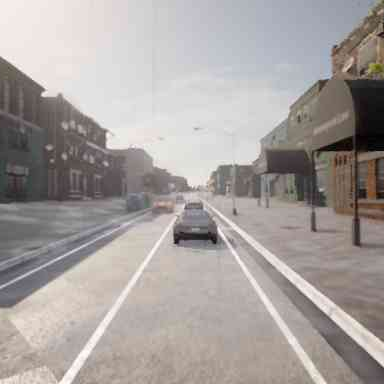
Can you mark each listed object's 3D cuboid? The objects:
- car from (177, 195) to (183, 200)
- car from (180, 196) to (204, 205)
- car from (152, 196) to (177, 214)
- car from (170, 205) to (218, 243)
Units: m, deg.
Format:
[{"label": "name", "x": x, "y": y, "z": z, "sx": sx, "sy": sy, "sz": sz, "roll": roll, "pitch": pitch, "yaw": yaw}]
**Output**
[{"label": "car", "x": -2.736, "y": 1.352, "z": 75.356, "sx": 1.895, "sy": 1.301, "sz": 4.718, "roll": 0, "pitch": 0, "yaw": 0}, {"label": "car", "x": 0.216, "y": 1.442, "z": 33.514, "sx": 2.128, "sy": 1.511, "sz": 4.902, "roll": 0, "pitch": 0, "yaw": 0}, {"label": "car", "x": -2.972, "y": 1.303, "z": 34.987, "sx": 2.097, "sy": 1.767, "sz": 4.553, "roll": 0, "pitch": 0, "yaw": 0}, {"label": "car", "x": 0.154, "y": 1.533, "z": 15.920, "sx": 1.994, "sy": 1.385, "sz": 4.181, "roll": 0, "pitch": 0, "yaw": 0}]
